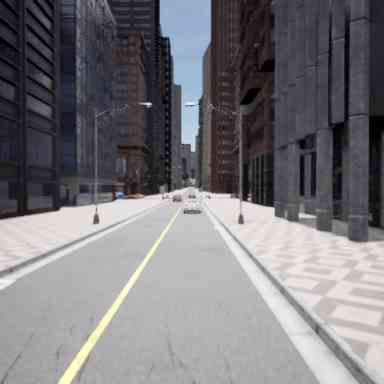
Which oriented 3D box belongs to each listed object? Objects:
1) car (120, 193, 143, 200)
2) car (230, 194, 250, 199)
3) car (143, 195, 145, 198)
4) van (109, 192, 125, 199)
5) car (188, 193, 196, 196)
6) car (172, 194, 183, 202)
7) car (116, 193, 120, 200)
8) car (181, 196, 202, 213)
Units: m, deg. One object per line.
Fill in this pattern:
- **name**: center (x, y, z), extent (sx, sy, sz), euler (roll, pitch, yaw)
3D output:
- **car**: center (-15.252, 1.369, 83.922), extent (4.206, 1.307, 1.802), euler (-1, 1, 0)
- **car**: center (11.717, 1.058, 83.856), extent (4.313, 1.339, 1.947), euler (-1, 2, 0)
- **car**: center (-15.412, 1.178, 92.445), extent (4.829, 1.417, 1.752), euler (-1, 1, 0)
- **van**: center (-20.924, 1.050, 92.453), extent (3.998, 1.788, 1.690), euler (-1, 1, 0)
- **car**: center (0.027, 0.886, 68.729), extent (2.033, 1.411, 5.357), euler (0, 0, 0)
- **car**: center (-2.963, 1.236, 68.303), extent (1.882, 1.535, 5.008), euler (0, 0, -1)
- **car**: center (-20.935, 1.160, 83.928), extent (5.009, 1.841, 2.192), euler (-1, 1, 0)
- **car**: center (0.023, 1.472, 35.678), extent (1.812, 1.442, 4.674), euler (0, 0, 0)
